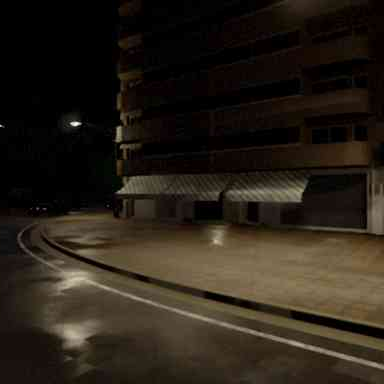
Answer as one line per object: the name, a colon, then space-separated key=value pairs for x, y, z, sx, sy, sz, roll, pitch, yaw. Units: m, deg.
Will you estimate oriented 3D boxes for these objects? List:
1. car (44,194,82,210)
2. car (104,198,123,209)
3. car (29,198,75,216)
car: x=-15.802 y=1.243 z=40.607 sx=2.150 sy=2.045 sz=5.566 roll=0 pitch=0 yaw=15
car: x=-9.984 y=1.525 z=46.021 sx=1.837 sy=1.490 sz=4.892 roll=0 pitch=0 yaw=28
car: x=-13.752 y=1.565 z=32.472 sx=2.033 sy=1.411 sz=5.357 roll=0 pitch=0 yaw=3
